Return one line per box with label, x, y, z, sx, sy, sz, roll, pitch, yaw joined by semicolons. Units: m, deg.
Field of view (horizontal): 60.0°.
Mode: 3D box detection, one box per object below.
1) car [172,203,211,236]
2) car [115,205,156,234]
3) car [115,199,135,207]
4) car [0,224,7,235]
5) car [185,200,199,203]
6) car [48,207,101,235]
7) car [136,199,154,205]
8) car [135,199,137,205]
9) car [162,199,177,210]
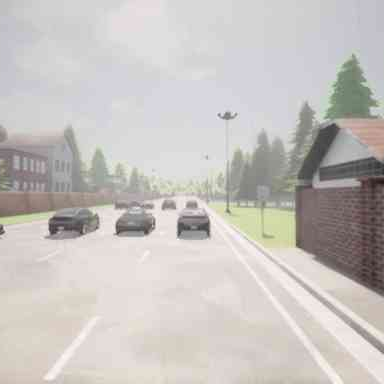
car;0.100;1.670;19.869;2.128;1.511;4.902;0;-1;0
car;-3.399;1.749;20.590;1.994;1.385;4.181;0;-1;0
car;-10.499;1.934;50.977;1.882;1.535;5.008;0;-1;0
car;-10.400;1.678;14.518;2.033;1.411;5.357;0;-1;0
car;0.001;1.941;51.777;1.882;1.535;5.008;0;-1;0
car;-6.899;1.684;19.937;1.837;1.490;4.892;0;-1;0
car;-6.999;2.068;52.178;1.895;1.301;4.718;0;-1;0
car;-10.499;2.027;61.396;1.882;1.535;5.008;0;-1;0
car;-3.499;1.812;51.365;2.097;1.767;4.553;0;-1;0
